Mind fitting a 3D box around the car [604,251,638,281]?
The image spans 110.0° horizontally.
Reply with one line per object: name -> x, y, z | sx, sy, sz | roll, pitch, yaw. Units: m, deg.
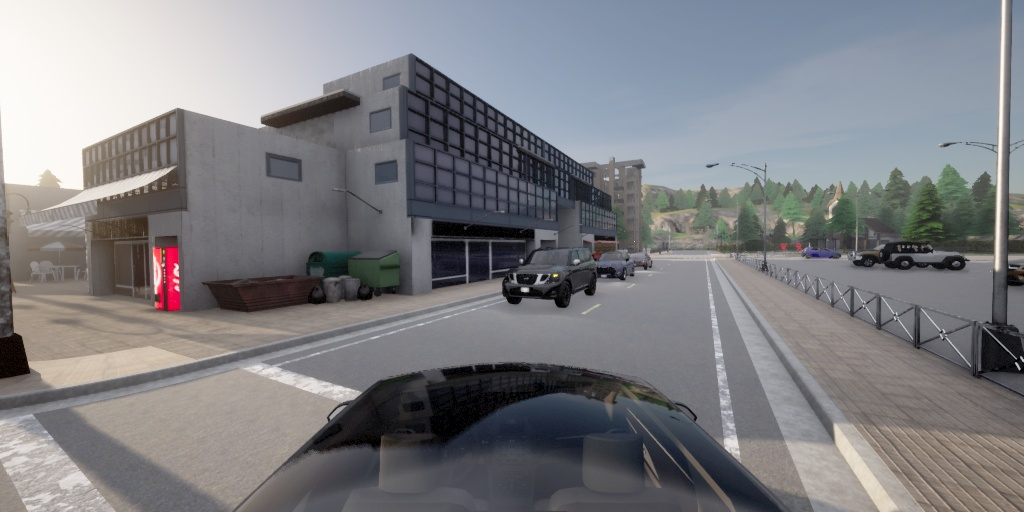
car -> 6.367, 0.513, 22.686 | 2.097, 1.767, 4.553 | 0, 2, 28

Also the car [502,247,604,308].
car -> 1.718, 0.665, 14.018 | 2.150, 2.045, 5.566 | 0, 2, 28

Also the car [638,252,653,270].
car -> 11.207, 0.394, 31.701 | 1.812, 1.442, 4.674 | 0, 2, 28
